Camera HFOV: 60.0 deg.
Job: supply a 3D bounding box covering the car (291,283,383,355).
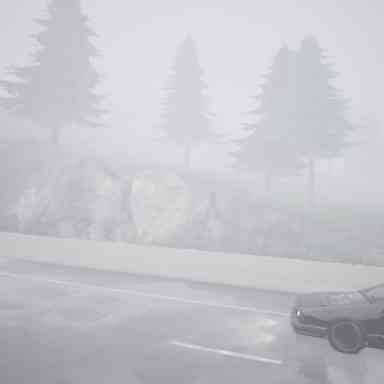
[{"bbox_3d":[4.788,2.538,6.686,5.357,1.411,2.033,2,-6,17],"label":"car"}]
